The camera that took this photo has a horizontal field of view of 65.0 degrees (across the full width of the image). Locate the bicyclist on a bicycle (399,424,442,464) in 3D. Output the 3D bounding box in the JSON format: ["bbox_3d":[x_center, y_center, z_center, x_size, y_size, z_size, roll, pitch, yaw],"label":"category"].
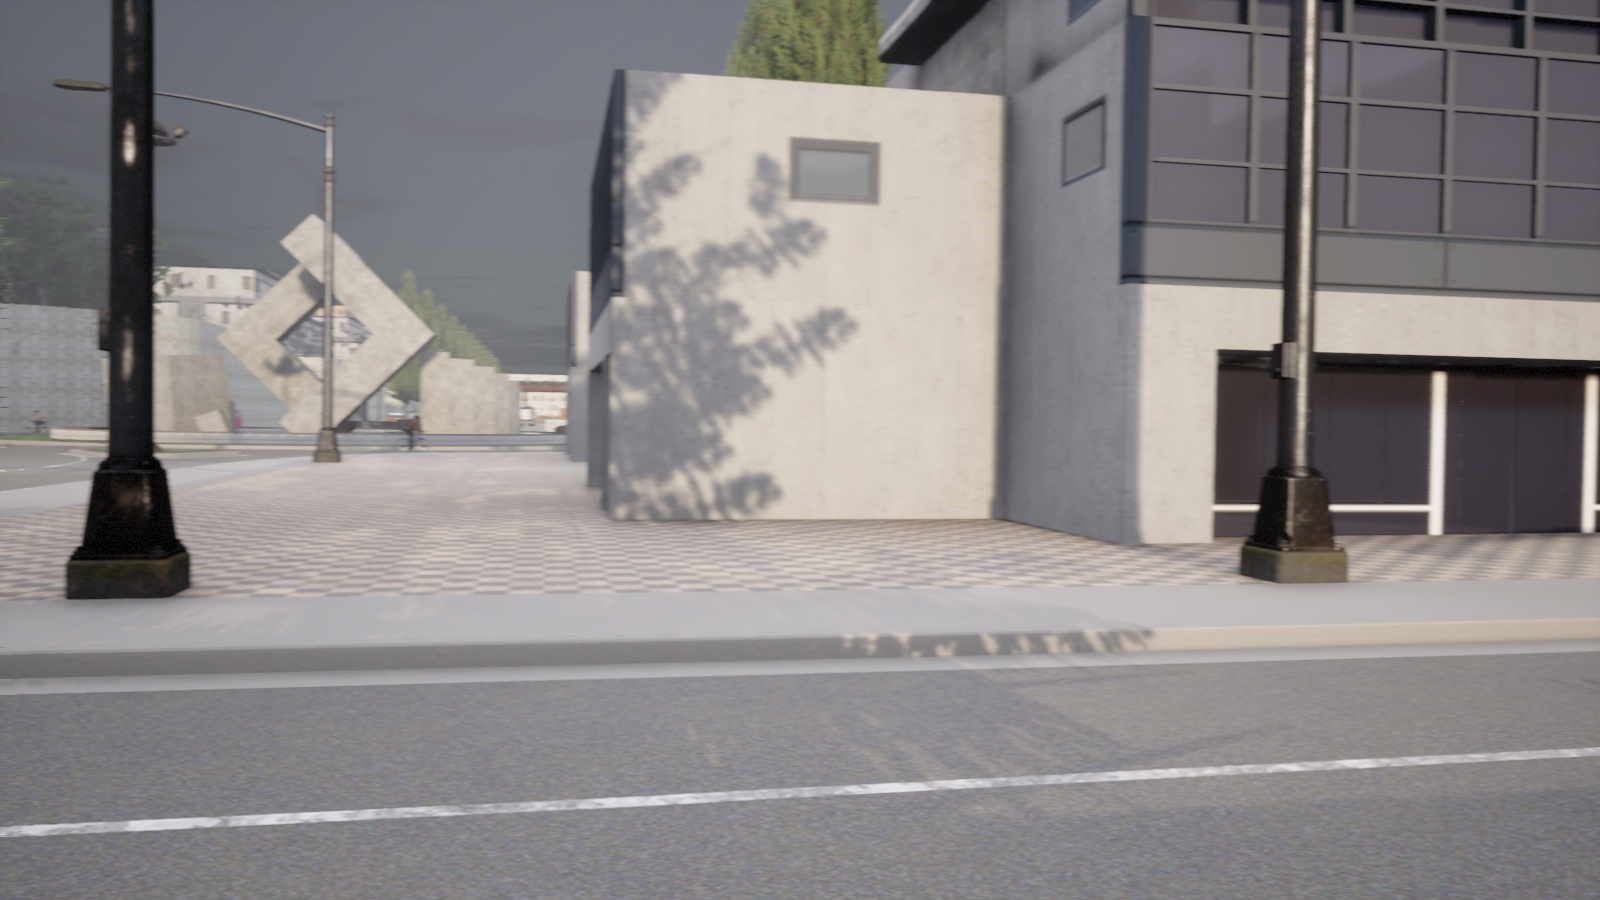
[{"bbox_3d":[-15.614,-0.275,51.688,0.582,1.620,1.656,2,2,39],"label":"bicyclist on a bicycle"}]
